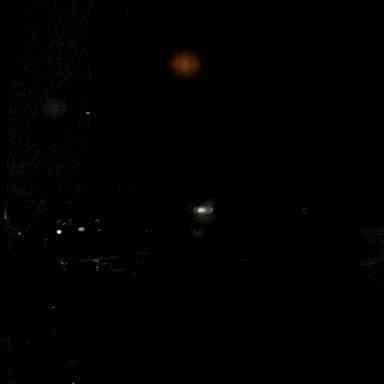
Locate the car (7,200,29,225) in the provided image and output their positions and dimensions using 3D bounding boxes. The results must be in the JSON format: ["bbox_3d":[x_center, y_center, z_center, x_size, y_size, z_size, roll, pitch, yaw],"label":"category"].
[{"bbox_3d":[-12.671,1.640,25.718,1.882,1.535,5.008,1,-1,-35],"label":"car"}]

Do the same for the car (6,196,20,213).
[{"bbox_3d":[-18.828,1.432,34.350,2.150,2.045,5.566,1,-1,-35],"label":"car"}]

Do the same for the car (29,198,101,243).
[{"bbox_3d":[-6.572,1.339,17.201,2.150,2.045,5.566,1,-1,-36],"label":"car"}]

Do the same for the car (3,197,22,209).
[{"bbox_3d":[-28.915,1.683,53.471,2.097,1.767,4.553,1,-1,-35],"label":"car"}]
